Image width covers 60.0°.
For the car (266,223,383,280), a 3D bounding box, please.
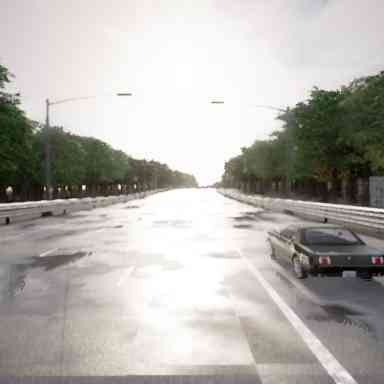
[{"bbox_3d":[3.549,1.567,9.755,1.895,1.301,4.718,0,0,-1],"label":"car"}]
